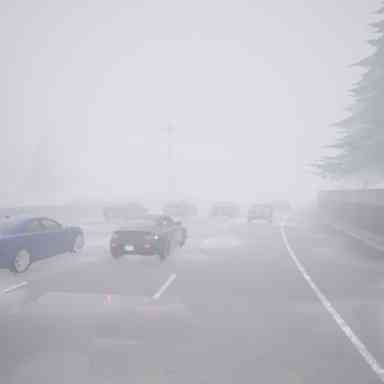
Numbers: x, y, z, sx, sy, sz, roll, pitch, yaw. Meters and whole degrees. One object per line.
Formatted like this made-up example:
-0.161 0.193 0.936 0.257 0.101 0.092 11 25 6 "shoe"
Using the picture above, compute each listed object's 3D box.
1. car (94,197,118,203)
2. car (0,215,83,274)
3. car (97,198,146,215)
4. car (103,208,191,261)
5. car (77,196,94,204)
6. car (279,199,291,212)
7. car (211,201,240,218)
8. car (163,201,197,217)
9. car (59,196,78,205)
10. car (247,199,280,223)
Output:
-11.839 1.486 50.056 2.128 1.511 4.902 0 0 24 "car"
-5.314 1.476 10.662 1.882 1.535 5.008 0 0 9 "car"
-5.227 1.474 26.671 1.882 1.535 5.008 0 0 16 "car"
-1.467 1.524 12.325 1.812 1.442 4.674 0 0 11 "car"
-14.985 1.502 51.598 1.837 1.490 4.892 0 0 24 "car"
10.603 1.560 39.728 1.994 1.385 4.181 0 0 24 "car"
3.013 1.522 29.685 1.812 1.442 4.674 0 0 18 "car"
-0.965 1.488 28.710 2.128 1.511 4.902 0 0 17 "car"
-18.545 1.343 52.185 2.097 1.767 4.553 0 0 24 "car"
5.476 1.545 25.933 2.033 1.411 5.357 0 0 18 "car"
